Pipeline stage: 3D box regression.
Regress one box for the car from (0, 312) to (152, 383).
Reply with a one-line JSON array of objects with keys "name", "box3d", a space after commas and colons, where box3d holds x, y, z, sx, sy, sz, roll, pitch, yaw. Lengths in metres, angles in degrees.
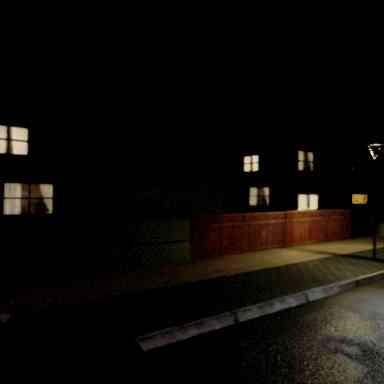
[{"name": "car", "box3d": [-2.437, 1.484, 1.328, 4.902, 1.511, 2.128, 1, 0, -35]}]
